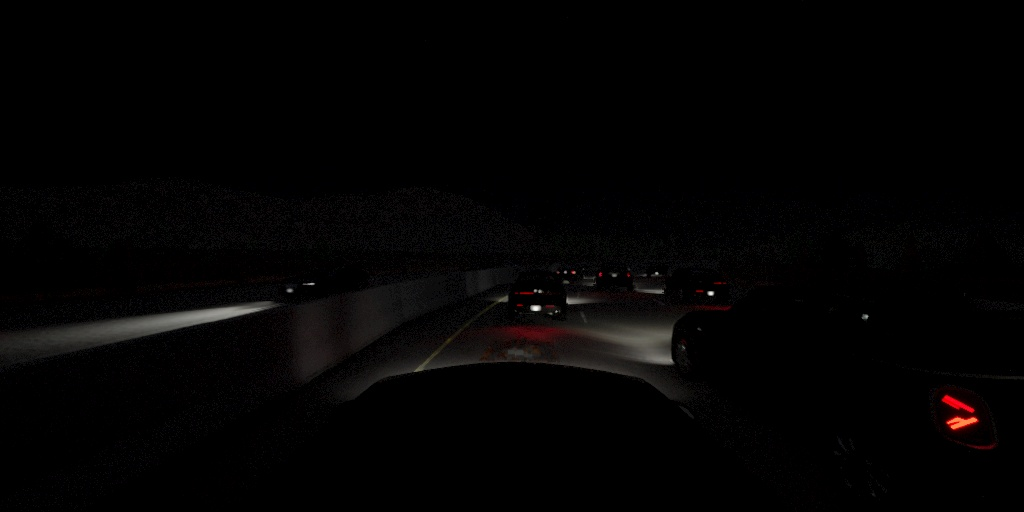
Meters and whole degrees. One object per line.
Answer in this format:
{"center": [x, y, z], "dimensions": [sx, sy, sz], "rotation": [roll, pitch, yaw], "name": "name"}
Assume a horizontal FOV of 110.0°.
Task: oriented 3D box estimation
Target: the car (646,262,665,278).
{"center": [14.393, 1.353, 35.492], "dimensions": [1.837, 1.490, 4.892], "rotation": [0, 0, 23], "name": "car"}

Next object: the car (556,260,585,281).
{"center": [5.039, 1.347, 30.788], "dimensions": [2.033, 1.411, 5.357], "rotation": [0, 0, 19], "name": "car"}

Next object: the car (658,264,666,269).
{"center": [8.772, 1.311, 17.418], "dimensions": [1.837, 1.490, 4.892], "rotation": [0, 0, 10], "name": "car"}

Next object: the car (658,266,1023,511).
{"center": [3.779, 1.122, 4.395], "dimensions": [2.097, 1.767, 4.553], "rotation": [0, 0, 1], "name": "car"}

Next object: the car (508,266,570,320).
{"center": [0.976, 1.270, 12.820], "dimensions": [1.837, 1.490, 4.892], "rotation": [0, 0, 7], "name": "car"}

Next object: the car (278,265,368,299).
{"center": [-9.097, 1.213, 17.729], "dimensions": [2.128, 1.511, 4.902], "rotation": [0, 0, 9], "name": "car"}

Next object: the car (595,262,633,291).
{"center": [6.402, 1.151, 22.765], "dimensions": [2.097, 1.767, 4.553], "rotation": [0, 0, 13], "name": "car"}

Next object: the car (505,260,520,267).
{"center": [-0.484, 1.319, 53.139], "dimensions": [1.812, 1.442, 4.674], "rotation": [0, 0, 29], "name": "car"}

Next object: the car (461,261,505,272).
{"center": [-2.602, 1.311, 30.367], "dimensions": [2.033, 1.411, 5.357], "rotation": [0, 0, 17], "name": "car"}
